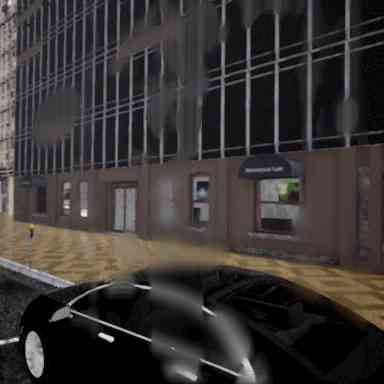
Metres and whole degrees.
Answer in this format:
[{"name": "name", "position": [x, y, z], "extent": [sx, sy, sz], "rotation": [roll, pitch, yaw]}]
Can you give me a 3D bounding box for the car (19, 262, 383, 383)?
[{"name": "car", "position": [-0.193, 1.571, 3.691], "extent": [4.892, 1.490, 1.837], "rotation": [0, -1, 42]}]
